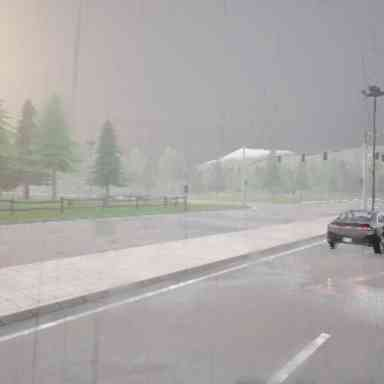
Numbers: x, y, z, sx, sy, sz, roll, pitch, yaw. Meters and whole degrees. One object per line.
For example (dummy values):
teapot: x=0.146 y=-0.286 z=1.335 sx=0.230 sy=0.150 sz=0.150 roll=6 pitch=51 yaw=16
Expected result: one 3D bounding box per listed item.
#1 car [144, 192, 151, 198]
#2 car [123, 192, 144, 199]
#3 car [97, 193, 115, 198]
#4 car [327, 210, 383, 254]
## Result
car: x=-11.914 y=0.780 z=80.931 sx=4.892 sy=1.490 sz=1.837 roll=1 pitch=1 yaw=42
car: x=-14.239 y=0.792 z=78.316 sx=4.902 sy=1.511 sz=2.128 roll=1 pitch=1 yaw=42
car: x=-18.868 y=0.834 z=73.064 sx=4.718 sy=1.301 sz=1.895 roll=1 pitch=1 yaw=42
car: x=7.118 y=1.491 z=13.642 sx=2.128 sy=1.511 sz=4.902 roll=1 pitch=1 yaw=41
